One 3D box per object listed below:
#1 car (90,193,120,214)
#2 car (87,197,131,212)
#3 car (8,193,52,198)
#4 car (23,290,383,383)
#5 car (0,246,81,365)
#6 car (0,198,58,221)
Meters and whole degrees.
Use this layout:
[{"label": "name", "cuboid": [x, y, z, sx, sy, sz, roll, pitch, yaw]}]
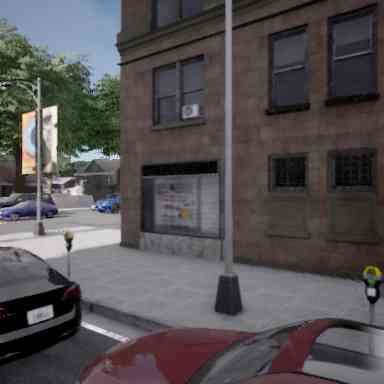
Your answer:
[{"label": "car", "cuboid": [-7.255, 1.072, 34.166, 2.150, 2.045, 5.566, 0, 0, 35]}, {"label": "car", "cuboid": [-9.162, 1.368, 37.081, 1.812, 1.442, 4.674, 0, 0, 35]}, {"label": "car", "cuboid": [-14.837, 1.119, 29.139, 2.150, 2.045, 5.566, 0, 0, 36]}, {"label": "car", "cuboid": [0.913, 1.582, 2.158, 4.206, 1.307, 1.802, 0, 0, 35]}, {"label": "car", "cuboid": [-3.579, 1.565, 5.363, 4.313, 1.339, 1.947, 0, 0, 35]}, {"label": "car", "cuboid": [-12.892, 1.430, 26.274, 1.812, 1.442, 4.674, 0, 0, 34]}]
